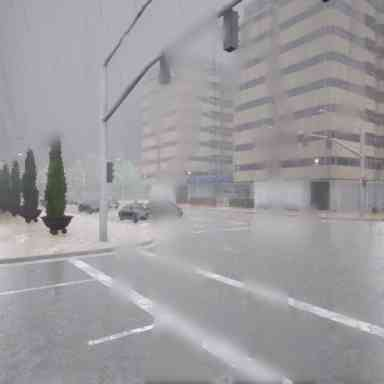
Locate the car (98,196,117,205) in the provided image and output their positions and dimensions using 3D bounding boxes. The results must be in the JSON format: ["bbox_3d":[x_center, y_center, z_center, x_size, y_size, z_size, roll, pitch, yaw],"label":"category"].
[{"bbox_3d":[-15.555,1.526,60.807,1.812,1.442,4.674,0,0,-35],"label":"car"}]

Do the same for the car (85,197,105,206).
[{"bbox_3d":[-16.407,1.564,55.918,1.994,1.385,4.181,0,0,-35],"label":"car"}]

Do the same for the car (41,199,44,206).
[{"bbox_3d":[-21.832,1.477,51.233,1.882,1.535,5.008,0,0,-34],"label":"car"}]

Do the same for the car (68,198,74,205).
[{"bbox_3d":[-20.802,1.608,55.923,1.994,1.385,4.181,0,0,-35],"label":"car"}]

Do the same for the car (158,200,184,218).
[{"bbox_3d":[-2.610,1.504,29.717,1.837,1.490,4.892,0,0,-35],"label":"car"}]

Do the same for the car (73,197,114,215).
[{"bbox_3d":[-10.317,1.548,34.634,2.033,1.411,5.357,0,0,-35],"label":"car"}]

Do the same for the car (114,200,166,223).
[{"bbox_3d":[-4.135,1.564,25.786,1.994,1.385,4.181,0,0,-35],"label":"car"}]

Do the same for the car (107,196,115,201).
[{"bbox_3d":[-10.602,1.489,41.160,2.128,1.511,4.902,0,0,-35],"label":"car"}]
